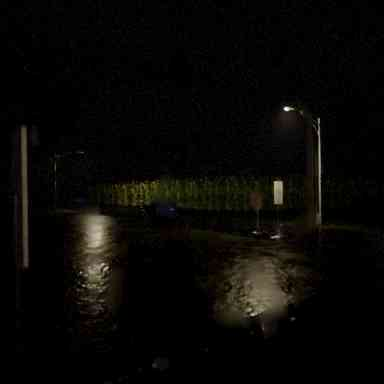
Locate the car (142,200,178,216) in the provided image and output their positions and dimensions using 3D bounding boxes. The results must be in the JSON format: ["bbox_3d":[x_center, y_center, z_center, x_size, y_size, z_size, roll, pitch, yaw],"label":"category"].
[{"bbox_3d":[-3.344,1.544,34.057,1.882,1.535,5.008,-1,0,-36],"label":"car"}]

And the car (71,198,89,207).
[{"bbox_3d":[-18.608,1.692,55.067,1.812,1.442,4.674,-1,0,-36],"label":"car"}]
